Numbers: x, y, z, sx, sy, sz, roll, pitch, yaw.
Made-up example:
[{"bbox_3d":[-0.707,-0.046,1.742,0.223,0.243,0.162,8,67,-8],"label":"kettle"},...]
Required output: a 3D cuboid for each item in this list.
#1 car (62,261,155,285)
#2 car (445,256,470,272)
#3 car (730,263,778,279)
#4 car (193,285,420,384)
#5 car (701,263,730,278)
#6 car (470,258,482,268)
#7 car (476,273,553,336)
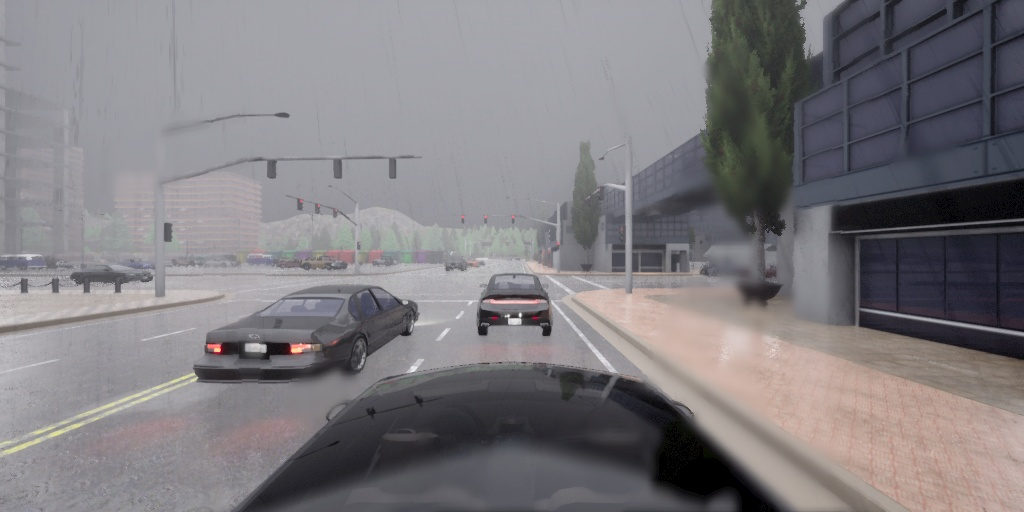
[{"bbox_3d":[-28.536,1.275,25.619,4.674,1.442,1.812,0,0,0],"label":"car"},{"bbox_3d":[-7.225,0.970,46.768,2.150,2.045,5.566,0,0,0],"label":"car"},{"bbox_3d":[21.400,1.350,30.067,4.718,1.301,1.895,0,0,0],"label":"car"},{"bbox_3d":[-3.437,1.297,7.352,2.033,1.411,5.357,0,0,0],"label":"car"},{"bbox_3d":[20.039,1.313,33.572,4.181,1.385,1.994,0,0,0],"label":"car"},{"bbox_3d":[-6.844,1.101,60.116,2.097,1.767,4.553,0,0,1],"label":"car"},{"bbox_3d":[0.068,1.241,10.382,2.128,1.511,4.902,0,0,0],"label":"car"}]
